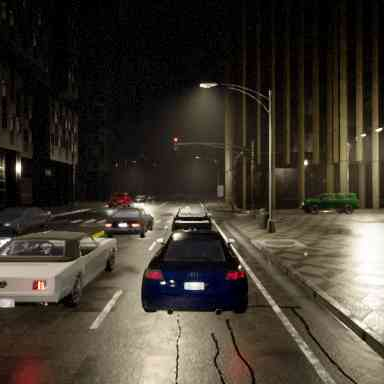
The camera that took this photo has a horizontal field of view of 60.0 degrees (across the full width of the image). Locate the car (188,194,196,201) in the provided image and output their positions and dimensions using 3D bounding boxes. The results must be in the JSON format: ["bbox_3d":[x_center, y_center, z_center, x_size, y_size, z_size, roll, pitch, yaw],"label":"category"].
[{"bbox_3d":[-0.003,1.342,74.999,2.033,1.411,5.357,0,0,0],"label":"car"}]

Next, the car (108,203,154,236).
[{"bbox_3d":[-3.153,1.533,17.460,2.033,1.411,5.357,0,0,0],"label":"car"}]

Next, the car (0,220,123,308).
[{"bbox_3d":[-3.148,1.598,7.868,1.895,1.301,4.718,0,0,0],"label":"car"}]

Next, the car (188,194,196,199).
[{"bbox_3d":[-0.003,1.200,85.450,1.895,1.301,4.718,0,0,0],"label":"car"}]

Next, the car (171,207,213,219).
[{"bbox_3d":[-0.001,1.478,16.521,2.128,1.511,4.902,0,0,0],"label":"car"}]

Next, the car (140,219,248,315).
[{"bbox_3d":[0.086,1.561,7.647,1.994,1.385,4.181,0,0,1],"label":"car"}]

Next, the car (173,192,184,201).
[{"bbox_3d":[-3.253,1.302,74.999,1.837,1.490,4.892,0,0,0],"label":"car"}]

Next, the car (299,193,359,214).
[{"bbox_3d":[13.566,1.113,32.990,5.566,2.045,2.150,0,0,2],"label":"car"}]

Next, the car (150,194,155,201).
[{"bbox_3d":[-9.754,1.306,78.595,1.812,1.442,4.674,0,0,0],"label":"car"}]

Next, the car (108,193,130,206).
[{"bbox_3d":[-9.852,1.140,45.387,2.150,2.045,5.566,0,0,0],"label":"car"}]

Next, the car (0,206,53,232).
[{"bbox_3d":[-9.853,1.530,19.037,2.033,1.411,5.357,0,0,0],"label":"car"}]

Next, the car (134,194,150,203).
[{"bbox_3d":[-9.802,1.346,63.425,2.128,1.511,4.902,0,0,0],"label":"car"}]
